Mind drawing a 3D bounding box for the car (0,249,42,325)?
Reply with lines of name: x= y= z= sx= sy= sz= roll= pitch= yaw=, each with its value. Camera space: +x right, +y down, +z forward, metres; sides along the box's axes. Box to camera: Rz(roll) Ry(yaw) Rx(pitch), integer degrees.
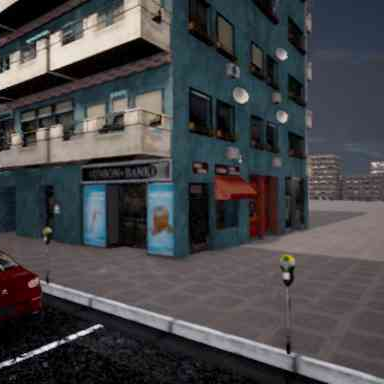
car: x=-4.352 y=1.556 z=5.987 sx=4.206 sy=1.307 sz=1.802 roll=0 pitch=0 yaw=35
